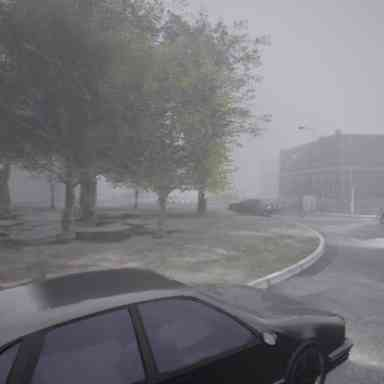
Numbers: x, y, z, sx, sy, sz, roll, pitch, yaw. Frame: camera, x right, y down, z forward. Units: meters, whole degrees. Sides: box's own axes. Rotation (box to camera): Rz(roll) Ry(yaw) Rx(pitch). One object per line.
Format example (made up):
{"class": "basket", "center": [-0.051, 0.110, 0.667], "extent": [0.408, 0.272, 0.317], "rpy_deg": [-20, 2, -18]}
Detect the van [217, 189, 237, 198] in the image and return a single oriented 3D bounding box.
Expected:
{"class": "van", "center": [7.913, 0.397, 75.599], "extent": [4.442, 1.987, 1.878], "rpy_deg": [0, 1, 5]}

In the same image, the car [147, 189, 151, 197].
{"class": "car", "center": [-12.392, 0.523, 73.710], "extent": [5.008, 1.535, 2.097], "rpy_deg": [0, 1, 5]}

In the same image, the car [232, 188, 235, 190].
{"class": "car", "center": [7.792, 0.550, 72.692], "extent": [4.553, 1.767, 2.185], "rpy_deg": [0, 1, 5]}

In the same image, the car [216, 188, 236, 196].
{"class": "car", "center": [9.796, -0.044, 94.960], "extent": [5.566, 2.045, 2.435], "rpy_deg": [0, 1, 5]}

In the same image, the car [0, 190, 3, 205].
{"class": "car", "center": [-22.971, 0.732, 35.642], "extent": [5.566, 2.045, 2.150], "rpy_deg": [0, 1, -24]}

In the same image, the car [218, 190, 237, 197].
{"class": "car", "center": [8.561, 0.385, 80.999], "extent": [4.553, 1.767, 2.185], "rpy_deg": [0, 1, 5]}

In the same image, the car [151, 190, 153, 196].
{"class": "car", "center": [-12.133, 0.511, 76.454], "extent": [4.674, 1.452, 2.002], "rpy_deg": [0, 1, 5]}

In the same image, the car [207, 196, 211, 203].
{"class": "car", "center": [2.119, 1.047, 55.197], "extent": [1.895, 1.301, 4.718], "rpy_deg": [0, 1, -1]}

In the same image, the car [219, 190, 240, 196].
{"class": "car", "center": [7.230, 0.792, 67.289], "extent": [4.792, 1.488, 2.163], "rpy_deg": [0, 1, 5]}

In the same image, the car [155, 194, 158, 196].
{"class": "car", "center": [-11.637, 0.366, 81.950], "extent": [4.892, 1.521, 2.231], "rpy_deg": [0, 1, 5]}

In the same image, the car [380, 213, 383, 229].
{"class": "car", "center": [11.751, 1.410, 17.603], "extent": [2.128, 1.511, 4.902], "rpy_deg": [1, 1, 7]}

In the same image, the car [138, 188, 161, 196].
{"class": "car", "center": [-11.153, -0.003, 87.435], "extent": [5.566, 2.045, 2.435], "rpy_deg": [0, 1, 5]}

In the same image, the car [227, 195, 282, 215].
{"class": "car", "center": [5.597, 1.307, 30.307], "extent": [2.033, 1.411, 5.357], "rpy_deg": [0, 1, -35]}

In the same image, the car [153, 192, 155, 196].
{"class": "car", "center": [-11.851, 0.294, 79.194], "extent": [4.553, 1.767, 2.185], "rpy_deg": [0, 1, 5]}

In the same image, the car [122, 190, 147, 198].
{"class": "car", "center": [-12.608, 0.445, 70.954], "extent": [4.553, 1.767, 2.185], "rpy_deg": [0, 1, 5]}

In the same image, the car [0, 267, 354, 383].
{"class": "car", "center": [-0.673, 1.510, 3.141], "extent": [5.357, 1.411, 2.033], "rpy_deg": [0, 1, -36]}
